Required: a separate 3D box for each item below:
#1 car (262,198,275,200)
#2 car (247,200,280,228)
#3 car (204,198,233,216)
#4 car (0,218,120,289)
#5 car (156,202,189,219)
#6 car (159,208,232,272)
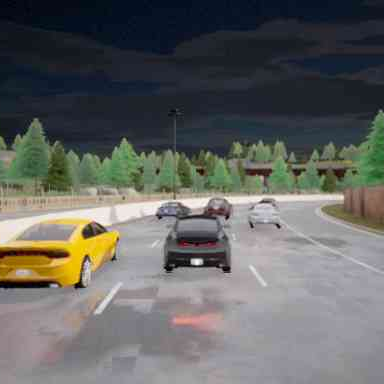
[{"bbox_3d":[9.071,1.429,39.232,1.837,1.490,4.892,0,0,19],"label":"car"},{"bbox_3d":[4.669,1.483,21.935,1.812,1.442,4.674,0,0,8],"label":"car"},{"bbox_3d":[2.355,1.297,28.457,2.097,1.767,4.553,0,0,12],"label":"car"},{"bbox_3d":[-3.348,1.460,9.146,1.882,1.535,5.008,0,0,1],"label":"car"},{"bbox_3d":[-1.477,1.494,27.628,2.033,1.411,5.357,0,0,11],"label":"car"},{"bbox_3d":[0.199,1.484,10.699,1.837,1.490,4.892,0,0,2],"label":"car"}]
